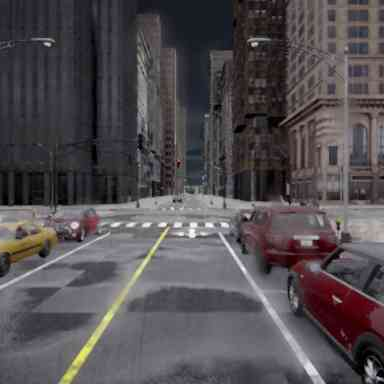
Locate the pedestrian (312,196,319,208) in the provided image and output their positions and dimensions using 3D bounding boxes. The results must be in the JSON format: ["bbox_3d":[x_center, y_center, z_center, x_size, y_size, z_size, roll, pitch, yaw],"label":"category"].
[{"bbox_3d":[8.137,1.152,22.086,0.375,1.860,0.375,0,0,0],"label":"pedestrian"}]

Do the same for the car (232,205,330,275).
[{"bbox_3d":[2.760,1.315,10.407,2.192,1.841,5.009,0,0,0],"label":"car"}]

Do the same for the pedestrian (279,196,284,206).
[{"bbox_3d":[6.137,1.144,22.686,0.375,1.860,0.375,0,0,0],"label":"pedestrian"}]

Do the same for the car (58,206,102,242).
[{"bbox_3d":[-5.765,1.439,16.008,1.967,1.590,4.097,0,0,0],"label":"car"}]

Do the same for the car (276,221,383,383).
[{"bbox_3d":[2.760,1.440,4.804,1.967,1.590,4.097,0,0,0],"label":"car"}]

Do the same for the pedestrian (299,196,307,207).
[{"bbox_3d":[7.137,1.145,21.485,0.375,1.860,0.375,0,0,0],"label":"pedestrian"}]

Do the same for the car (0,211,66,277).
[{"bbox_3d":[-5.765,1.525,10.236,1.752,1.417,4.829,0,0,0],"label":"car"}]

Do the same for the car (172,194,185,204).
[{"bbox_3d":[-2.850,1.551,65.441,2.033,1.411,5.357,0,0,0],"label":"car"}]

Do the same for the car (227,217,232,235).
[{"bbox_3d":[2.761,1.550,16.008,2.008,1.369,4.403,0,0,0],"label":"car"}]

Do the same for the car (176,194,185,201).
[{"bbox_3d":[-2.818,1.364,80.958,2.097,1.767,4.553,0,0,0],"label":"car"}]
